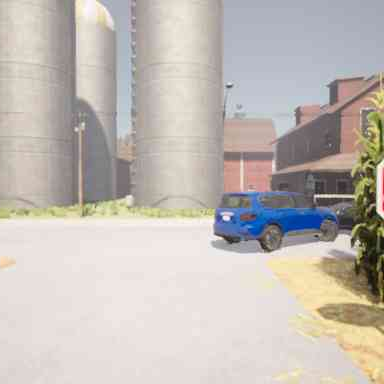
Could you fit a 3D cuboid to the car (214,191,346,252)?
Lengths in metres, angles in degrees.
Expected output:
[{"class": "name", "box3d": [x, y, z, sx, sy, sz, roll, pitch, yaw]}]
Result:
[{"class": "car", "box3d": [3.399, 0.990, 13.094, 5.566, 2.045, 2.150, 0, -1, -35]}]

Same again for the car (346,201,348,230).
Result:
[{"class": "car", "box3d": [7.766, 1.219, 16.288, 4.892, 1.490, 1.837, 0, 1, 0]}]
